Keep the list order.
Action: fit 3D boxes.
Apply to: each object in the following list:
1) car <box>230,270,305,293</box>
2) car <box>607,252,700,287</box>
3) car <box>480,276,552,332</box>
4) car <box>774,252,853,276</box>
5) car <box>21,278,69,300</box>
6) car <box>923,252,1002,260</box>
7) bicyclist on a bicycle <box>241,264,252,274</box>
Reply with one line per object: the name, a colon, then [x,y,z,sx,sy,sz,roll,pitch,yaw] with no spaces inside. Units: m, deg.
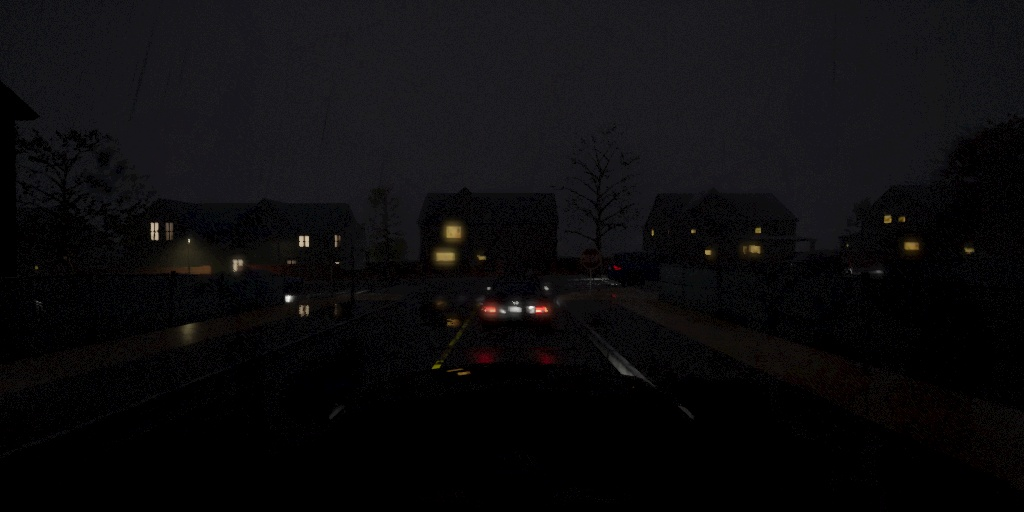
car: [-15.021,1.562,21.251,5.008,1.535,1.882,-1,1,0]
car: [8.475,0.750,21.193,5.566,2.045,2.150,-1,1,0]
car: [0.169,1.298,10.842,2.033,1.411,5.357,0,0,2]
car: [19.919,0.569,24.119,4.553,1.767,2.097,-1,1,0]
car: [-28.885,1.938,21.283,4.674,1.442,1.812,-2,1,0]
car: [29.876,0.475,24.086,4.902,1.511,2.128,-1,1,0]
bicyclist on a bicycle: [-20.072,1.419,27.110,0.582,1.620,1.656,-1,1,0]
